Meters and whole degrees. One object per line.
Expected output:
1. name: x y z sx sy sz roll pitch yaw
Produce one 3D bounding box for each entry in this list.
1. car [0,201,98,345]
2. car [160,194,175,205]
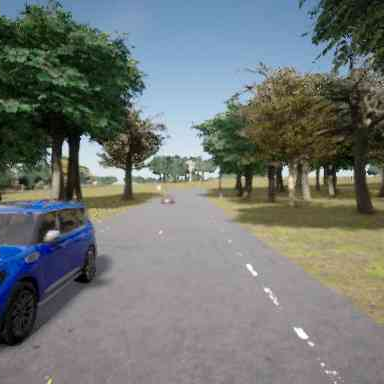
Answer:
1. car: -3.598 1.250 6.779 2.150 2.045 5.566 0 0 0
2. car: -3.556 1.041 49.038 1.812 1.442 4.674 0 1 0
